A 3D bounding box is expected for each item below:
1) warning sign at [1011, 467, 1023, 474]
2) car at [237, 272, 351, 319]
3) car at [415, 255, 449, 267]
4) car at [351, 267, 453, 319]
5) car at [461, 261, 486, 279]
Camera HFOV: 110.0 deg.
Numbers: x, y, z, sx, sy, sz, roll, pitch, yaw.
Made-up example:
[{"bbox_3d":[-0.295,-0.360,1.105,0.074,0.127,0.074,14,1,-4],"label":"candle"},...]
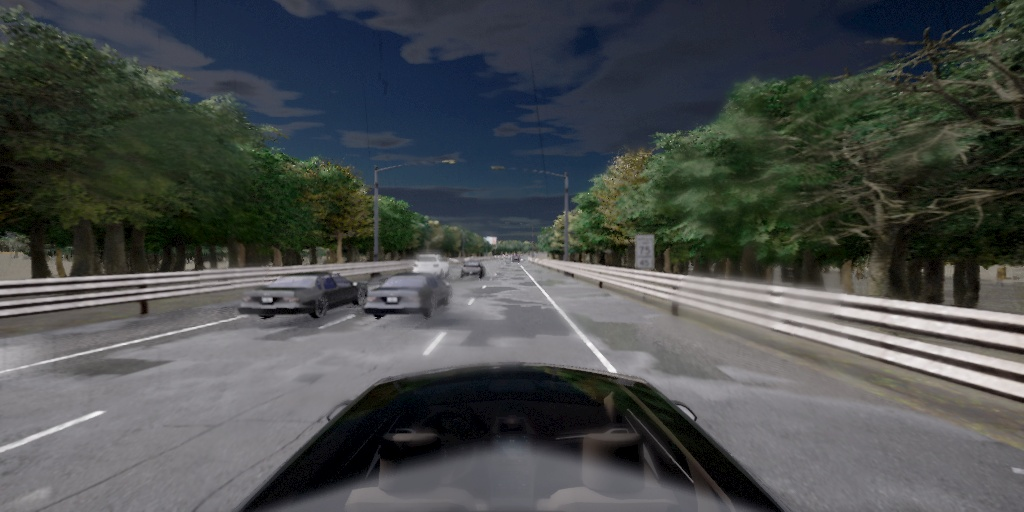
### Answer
[{"bbox_3d":[4.549,0.865,2.426,1.300,1.860,1.060,0,0,0],"label":"warning sign"},{"bbox_3d":[-6.907,1.283,12.643,2.033,1.411,5.357,0,0,0],"label":"car"},{"bbox_3d":[-6.908,0.934,31.327,2.150,2.045,5.566,0,0,0],"label":"car"},{"bbox_3d":[-3.406,1.283,12.704,2.033,1.411,5.357,0,0,0],"label":"car"},{"bbox_3d":[-3.409,1.203,32.178,2.128,1.511,4.902,0,0,0],"label":"car"}]
